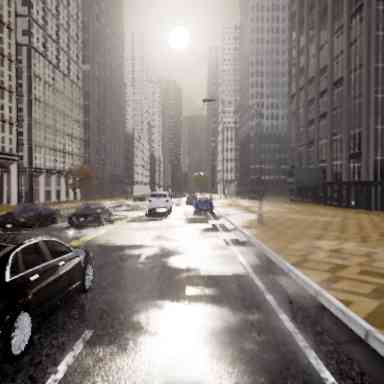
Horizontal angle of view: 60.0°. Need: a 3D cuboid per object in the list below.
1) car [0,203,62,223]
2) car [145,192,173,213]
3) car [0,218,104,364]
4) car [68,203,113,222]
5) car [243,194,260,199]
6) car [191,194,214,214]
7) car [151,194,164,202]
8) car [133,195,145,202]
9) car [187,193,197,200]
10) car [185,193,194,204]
[{"bbox_3d":[-9.855,1.423,20.575,2.033,1.411,5.357,0,0,0],"label":"car"},{"bbox_3d":[-3.163,1.017,34.104,2.150,2.045,5.566,0,0,0],"label":"car"},{"bbox_3d":[-3.151,1.469,5.765,1.837,1.490,4.892,0,0,0],"label":"car"},{"bbox_3d":[-6.601,1.432,21.899,1.994,1.385,4.181,0,0,0],"label":"car"},{"bbox_3d":[15.887,1.301,88.550,4.403,1.369,2.008,1,1,-1],"label":"car"},{"bbox_3d":[1.125,1.280,33.047,1.882,1.535,5.008,0,0,0],"label":"car"},{"bbox_3d":[-6.545,1.178,62.983,1.994,1.385,4.181,0,0,1],"label":"car"},{"bbox_3d":[-9.788,1.194,62.158,1.994,1.385,4.181,0,0,0],"label":"car"},{"bbox_3d":[-0.025,0.952,69.556,1.994,1.385,4.181,0,0,0],"label":"car"},{"bbox_3d":[-0.010,1.208,53.028,1.812,1.442,4.674,0,1,0],"label":"car"}]
